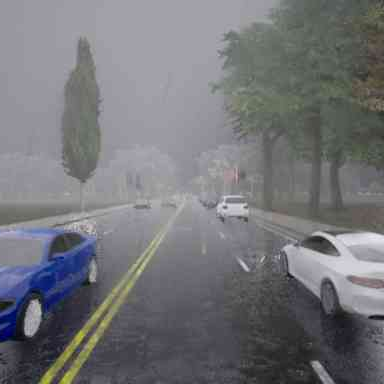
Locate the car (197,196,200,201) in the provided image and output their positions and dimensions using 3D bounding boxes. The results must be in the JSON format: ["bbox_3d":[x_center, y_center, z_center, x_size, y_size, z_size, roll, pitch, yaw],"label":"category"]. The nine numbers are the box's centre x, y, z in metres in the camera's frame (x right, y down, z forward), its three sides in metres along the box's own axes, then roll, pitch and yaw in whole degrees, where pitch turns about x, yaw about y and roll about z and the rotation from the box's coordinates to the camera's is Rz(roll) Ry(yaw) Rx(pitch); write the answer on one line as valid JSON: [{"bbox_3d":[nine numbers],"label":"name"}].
[{"bbox_3d":[2.900,1.875,79.924,2.163,1.488,4.792,0,0,0],"label":"car"}]

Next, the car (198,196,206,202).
[{"bbox_3d":[2.801,1.859,90.899,2.033,1.649,4.856,0,0,-1],"label":"car"}]

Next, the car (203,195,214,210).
[{"bbox_3d":[3.123,1.558,46.850,2.097,1.767,4.553,0,0,0],"label":"car"}]

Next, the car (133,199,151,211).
[{"bbox_3d":[-6.704,1.676,45.246,1.882,1.535,5.008,0,0,0],"label":"car"}]

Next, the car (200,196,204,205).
[{"bbox_3d":[3.061,1.482,57.916,2.150,2.045,5.566,0,0,0],"label":"car"}]

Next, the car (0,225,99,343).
[{"bbox_3d":[-3.356,1.503,6.698,1.882,1.535,5.008,0,0,0],"label":"car"}]

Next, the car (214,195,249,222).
[{"bbox_3d":[3.302,1.334,27.720,2.150,2.045,5.566,0,0,0],"label":"car"}]

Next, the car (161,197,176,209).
[{"bbox_3d":[-3.464,1.573,49.855,2.097,1.767,4.553,0,0,0],"label":"car"}]

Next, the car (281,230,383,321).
[{"bbox_3d":[3.344,1.553,7.263,1.812,1.442,4.674,0,0,0],"label":"car"}]
